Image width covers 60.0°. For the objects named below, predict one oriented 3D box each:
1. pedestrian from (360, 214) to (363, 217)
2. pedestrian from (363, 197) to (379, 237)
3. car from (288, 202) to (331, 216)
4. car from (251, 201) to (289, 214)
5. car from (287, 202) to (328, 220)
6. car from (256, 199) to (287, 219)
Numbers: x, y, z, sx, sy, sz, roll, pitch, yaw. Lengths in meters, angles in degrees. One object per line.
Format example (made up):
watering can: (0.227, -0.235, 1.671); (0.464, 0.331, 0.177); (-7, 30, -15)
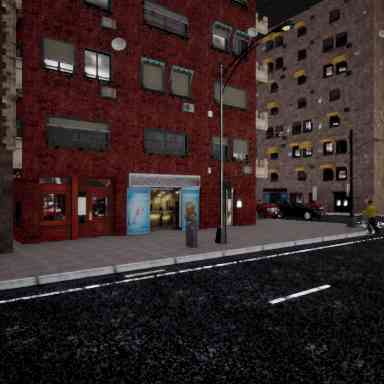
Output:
pedestrian: (9.695, 1.143, 18.301); (0.375, 1.860, 0.375); (0, 0, -36)
pedestrian: (9.086, 1.295, 16.870); (0.375, 1.860, 0.375); (0, 0, -36)
car: (13.016, 1.847, 37.181); (1.802, 1.307, 4.206); (-1, 0, -37)
car: (9.663, 1.902, 41.627); (1.947, 1.339, 4.313); (-1, 0, -37)
car: (9.999, 1.712, 31.365); (1.882, 1.535, 5.008); (0, -1, -37)
car: (6.086, 1.588, 32.003); (2.192, 1.841, 5.009); (-1, 0, -37)
